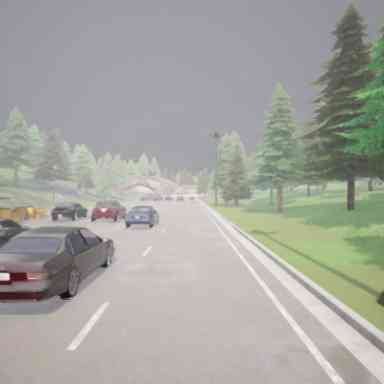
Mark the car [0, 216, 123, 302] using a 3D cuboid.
[{"bbox_3d":[-3.437,1.590,8.541,2.033,1.411,5.357,0,0,0],"label":"car"}]

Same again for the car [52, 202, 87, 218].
[{"bbox_3d":[-10.415,1.646,28.695,1.837,1.490,4.892,0,0,0],"label":"car"}]

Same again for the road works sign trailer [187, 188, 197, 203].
[{"bbox_3d":[0.001,0.861,80.809,2.380,3.560,2.880,0,0,0],"label":"road works sign trailer"}]

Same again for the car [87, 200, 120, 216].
[{"bbox_3d":[-6.916,1.491,28.160,2.097,1.767,4.553,0,0,0],"label":"car"}]

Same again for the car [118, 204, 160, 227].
[{"bbox_3d":[-3.437,1.664,23.527,2.033,1.411,5.357,0,0,0],"label":"car"}]

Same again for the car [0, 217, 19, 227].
[{"bbox_3d":[-6.923,1.582,11.415,1.812,1.442,4.674,0,0,0],"label":"car"}]
